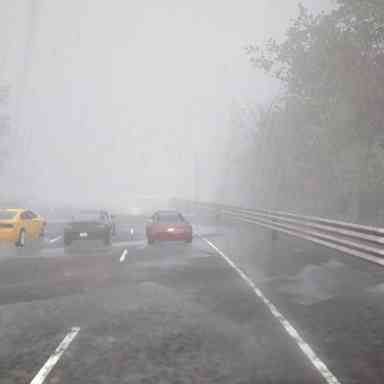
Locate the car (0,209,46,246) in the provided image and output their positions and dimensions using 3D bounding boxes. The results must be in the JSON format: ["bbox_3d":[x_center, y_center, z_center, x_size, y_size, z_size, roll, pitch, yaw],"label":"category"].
[{"bbox_3d":[-8.108,1.483,15.015,1.882,1.535,5.008,0,0,-8],"label":"car"}]

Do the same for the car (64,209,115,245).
[{"bbox_3d":[-4.644,1.531,15.517,1.812,1.442,4.674,0,0,-8],"label":"car"}]

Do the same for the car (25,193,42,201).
[{"bbox_3d":[-39.821,1.188,81.608,5.566,2.045,2.150,0,0,40],"label":"car"}]

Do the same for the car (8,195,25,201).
[{"bbox_3d":[-42.142,1.520,78.989,4.181,1.385,1.994,0,0,40],"label":"car"}]

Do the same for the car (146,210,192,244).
[{"bbox_3d":[-1.180,1.570,16.018,1.994,1.385,4.181,0,0,-8],"label":"car"}]

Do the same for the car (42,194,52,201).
[{"bbox_3d":[-37.431,1.314,84.169,4.553,1.767,2.097,0,0,40],"label":"car"}]
